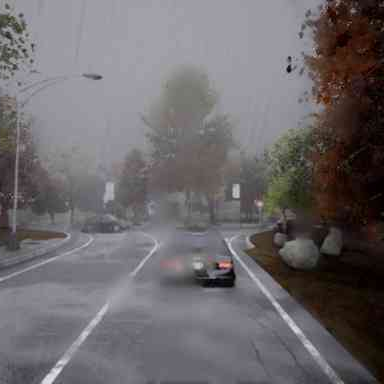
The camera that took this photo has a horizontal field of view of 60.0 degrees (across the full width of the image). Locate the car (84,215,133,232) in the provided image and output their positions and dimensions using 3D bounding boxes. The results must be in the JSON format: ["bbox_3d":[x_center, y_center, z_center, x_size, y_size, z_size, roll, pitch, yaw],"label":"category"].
[{"bbox_3d":[-8.031,2.983,31.864,4.892,1.490,1.837,-1,-3,21],"label":"car"}]

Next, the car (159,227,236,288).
[{"bbox_3d":[0.150,1.734,9.693,2.033,1.411,5.357,0,-2,1],"label":"car"}]

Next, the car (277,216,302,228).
[{"bbox_3d":[11.723,3.598,39.931,2.033,1.411,5.357,-2,-5,31],"label":"car"}]
